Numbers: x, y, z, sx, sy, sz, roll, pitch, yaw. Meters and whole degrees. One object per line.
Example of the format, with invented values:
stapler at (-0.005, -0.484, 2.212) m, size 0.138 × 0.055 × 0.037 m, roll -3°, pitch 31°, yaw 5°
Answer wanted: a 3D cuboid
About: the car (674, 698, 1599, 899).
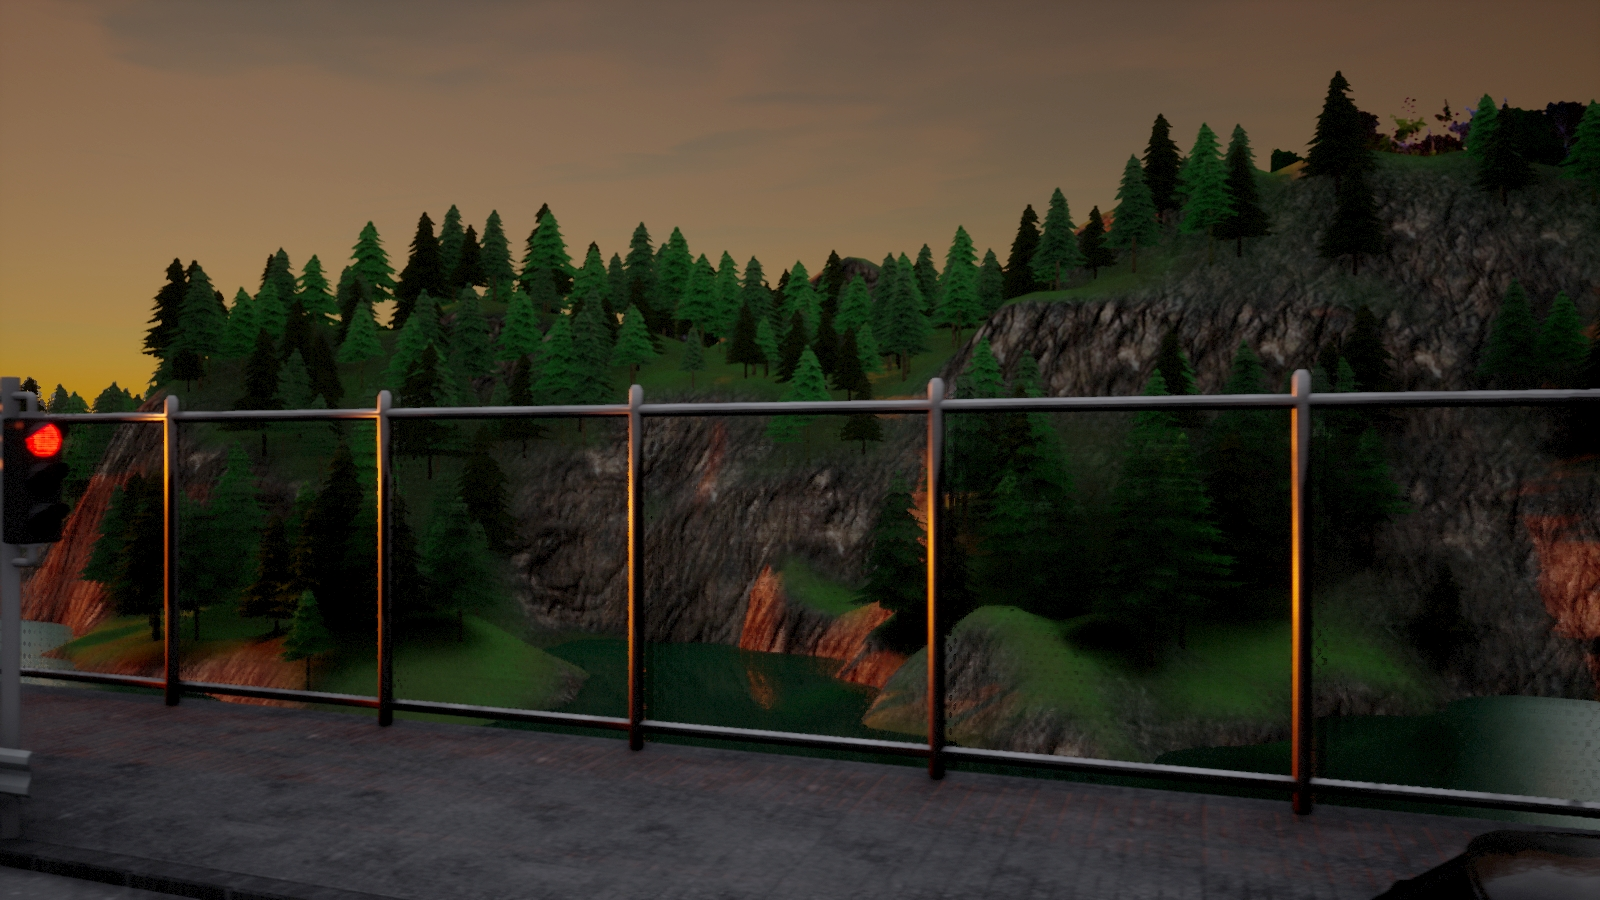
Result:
car at (2.193, 1.905, 2.973) m, size 4.553 × 1.767 × 2.097 m, roll 0°, pitch 0°, yaw 19°
